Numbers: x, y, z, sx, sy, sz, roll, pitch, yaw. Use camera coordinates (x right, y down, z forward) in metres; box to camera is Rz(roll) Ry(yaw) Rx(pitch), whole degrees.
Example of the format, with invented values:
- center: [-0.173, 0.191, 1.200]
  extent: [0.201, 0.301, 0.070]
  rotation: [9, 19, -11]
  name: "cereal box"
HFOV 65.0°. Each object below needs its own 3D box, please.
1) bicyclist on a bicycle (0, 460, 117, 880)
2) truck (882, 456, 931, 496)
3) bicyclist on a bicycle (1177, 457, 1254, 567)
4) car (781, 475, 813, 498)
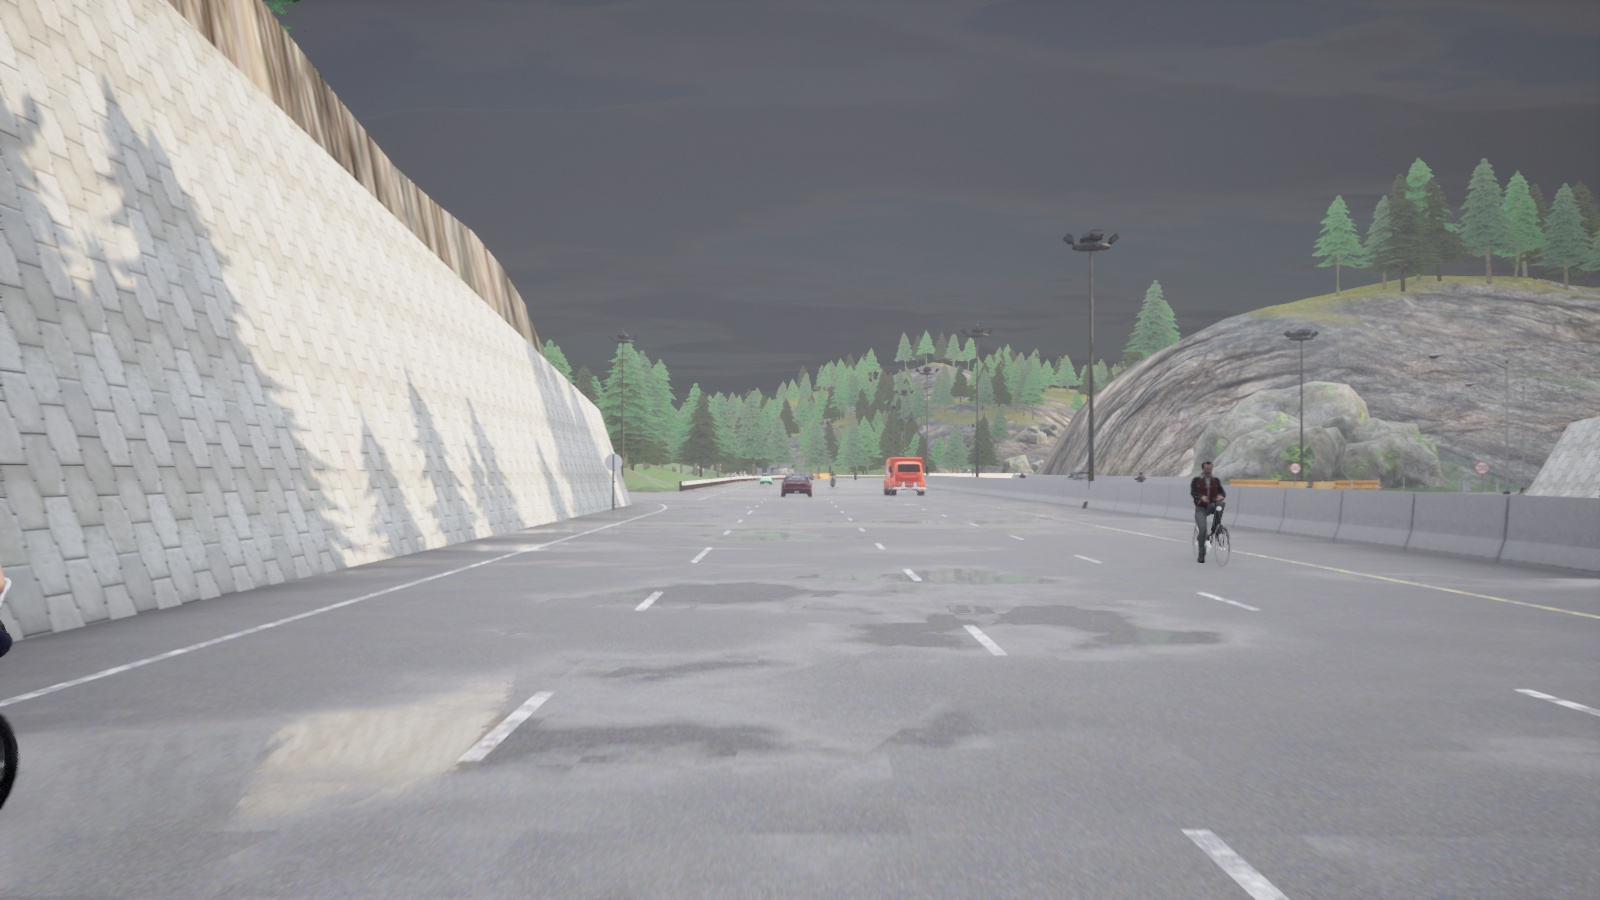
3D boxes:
- center: [-3.508, 0.847, 4.886]
  extent: [0.866, 1.612, 1.509]
  rotation: [0, -1, 0]
  name: "bicyclist on a bicycle"
- center: [6.798, 1.659, 80.727]
  extent: [2.627, 2.467, 5.204]
  rotation: [0, -1, 0]
  name: "truck"
- center: [6.948, 1.011, 21.105]
  extent: [0.659, 1.776, 1.843]
  rotation: [0, -1, 0]
  name: "bicyclist on a bicycle"
- center: [-0.182, 2.179, 75.445]
  extent: [1.895, 1.301, 4.718]
  rotation: [0, -1, 0]
  name: "car"
